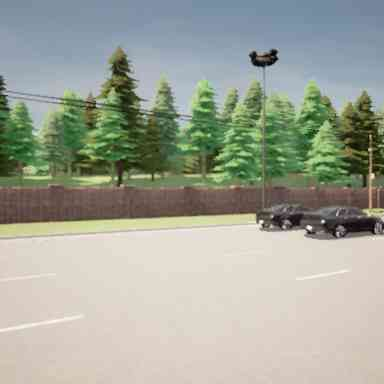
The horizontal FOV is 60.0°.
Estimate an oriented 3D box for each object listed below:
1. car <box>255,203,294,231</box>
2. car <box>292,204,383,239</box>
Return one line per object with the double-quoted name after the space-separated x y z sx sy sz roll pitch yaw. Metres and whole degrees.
6.076 1.451 20.108 4.892 1.490 1.837 0 0 -28 "car"
7.734 1.457 17.025 4.892 1.490 1.837 0 0 -28 "car"
